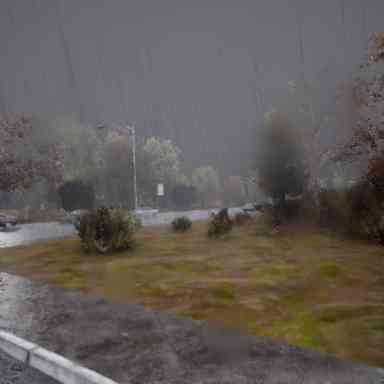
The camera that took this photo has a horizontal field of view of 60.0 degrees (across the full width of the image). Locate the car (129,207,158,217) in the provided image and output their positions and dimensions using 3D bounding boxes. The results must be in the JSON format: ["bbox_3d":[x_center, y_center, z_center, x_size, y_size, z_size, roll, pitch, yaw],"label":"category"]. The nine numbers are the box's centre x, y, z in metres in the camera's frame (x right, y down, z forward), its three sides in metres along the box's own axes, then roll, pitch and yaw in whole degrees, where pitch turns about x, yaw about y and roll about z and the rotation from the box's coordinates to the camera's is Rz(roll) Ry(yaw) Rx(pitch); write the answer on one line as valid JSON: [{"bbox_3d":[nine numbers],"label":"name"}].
[{"bbox_3d":[-6.773,2.800,45.669,1.895,1.301,4.718,-3,-2,32],"label":"car"}]

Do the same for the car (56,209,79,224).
[{"bbox_3d":[-12.505,2.649,36.620,1.837,1.490,4.892,-3,-2,32],"label":"car"}]

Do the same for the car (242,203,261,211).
[{"bbox_3d":[9.215,2.341,51.030,1.994,1.385,4.181,-3,-2,32],"label":"car"}]

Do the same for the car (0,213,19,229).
[{"bbox_3d":[-17.629,2.615,28.763,2.128,1.511,4.902,-3,-2,32],"label":"car"}]
